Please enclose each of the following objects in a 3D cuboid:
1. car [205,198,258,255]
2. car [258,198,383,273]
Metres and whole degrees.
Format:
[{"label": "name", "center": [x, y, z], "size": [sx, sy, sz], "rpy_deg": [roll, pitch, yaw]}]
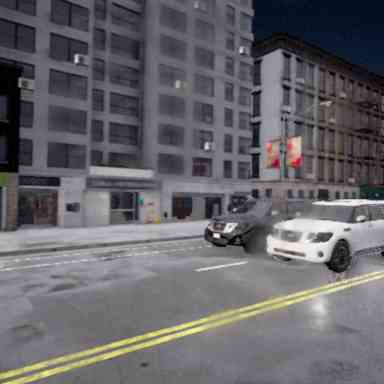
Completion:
[{"label": "car", "center": [3.165, 1.285, 13.926], "size": [5.566, 2.045, 2.150], "rpy_deg": [1, 0, -35]}, {"label": "car", "center": [5.052, 1.285, 11.281], "size": [5.566, 2.045, 2.150], "rpy_deg": [1, 0, -35]}]
